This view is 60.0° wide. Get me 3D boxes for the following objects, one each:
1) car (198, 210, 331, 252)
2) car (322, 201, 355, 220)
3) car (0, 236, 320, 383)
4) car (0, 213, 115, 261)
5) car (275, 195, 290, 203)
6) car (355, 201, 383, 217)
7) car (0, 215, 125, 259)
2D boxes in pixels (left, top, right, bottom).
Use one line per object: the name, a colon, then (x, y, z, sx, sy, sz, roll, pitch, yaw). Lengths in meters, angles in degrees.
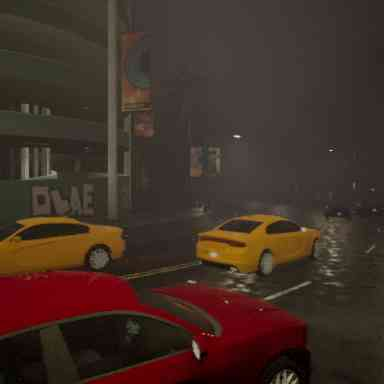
car: (2.283, 1.471, 10.352, 1.882, 1.535, 5.008, 0, 0, 44)
car: (11.994, 1.510, 27.824, 1.812, 1.442, 4.674, 0, 0, 16)
car: (-1.034, 1.475, 2.840, 5.008, 1.535, 1.882, 0, 0, -35)
car: (-5.511, 1.587, 12.656, 4.718, 1.301, 1.895, 0, 0, -41)
car: (18.161, 1.437, 67.071, 2.231, 1.521, 4.892, 0, 0, -4)
car: (16.178, 1.548, 30.762, 1.994, 1.385, 4.181, 0, 0, 11)
car: (-4.335, 1.468, 9.246, 5.008, 1.535, 1.882, 0, 0, -40)
